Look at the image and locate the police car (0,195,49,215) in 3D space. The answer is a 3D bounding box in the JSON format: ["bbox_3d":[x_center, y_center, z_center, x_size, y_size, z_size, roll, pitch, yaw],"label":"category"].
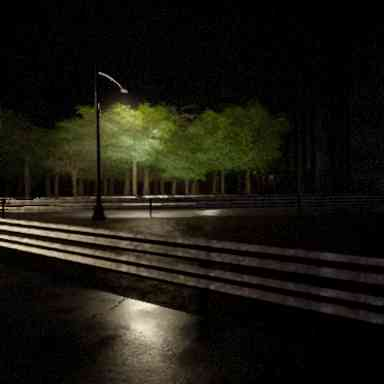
[{"bbox_3d":[-15.106,1.116,28.886,5.238,1.638,1.930,-1,0,8],"label":"police car"}]
